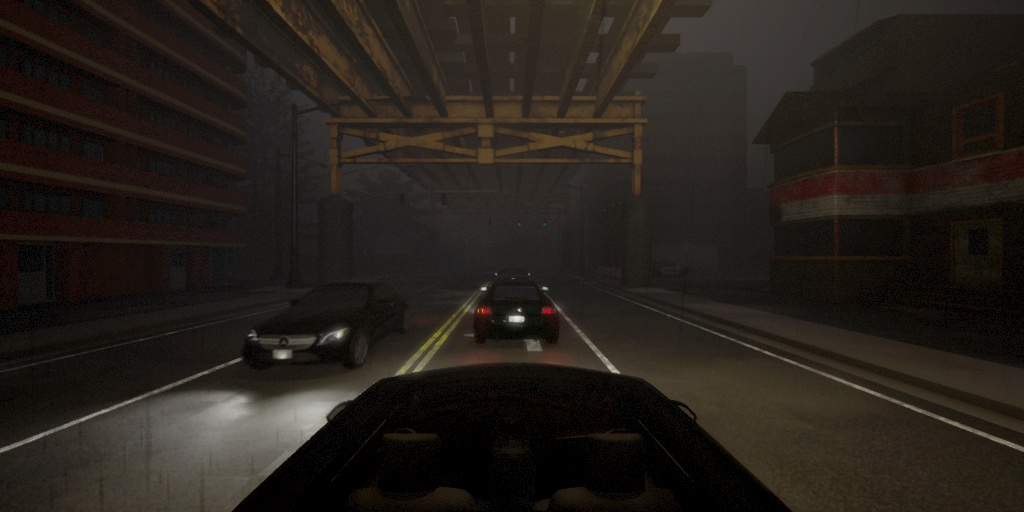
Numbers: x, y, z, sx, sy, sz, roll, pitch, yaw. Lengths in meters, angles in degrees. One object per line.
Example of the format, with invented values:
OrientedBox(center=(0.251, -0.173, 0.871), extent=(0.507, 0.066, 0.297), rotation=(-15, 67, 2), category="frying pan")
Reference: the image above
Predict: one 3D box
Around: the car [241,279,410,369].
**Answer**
OrientedBox(center=(-3.603, 1.273, 7.939), extent=(1.812, 1.442, 4.674), rotation=(0, 0, 0), category="car")

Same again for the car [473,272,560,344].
OrientedBox(center=(0.080, 1.309, 9.641), extent=(1.994, 1.385, 4.181), rotation=(0, 0, -1), category="car")

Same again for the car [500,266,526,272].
OrientedBox(center=(0.041, 1.276, 19.597), extent=(2.033, 1.411, 5.357), rotation=(0, 0, 0), category="car")
